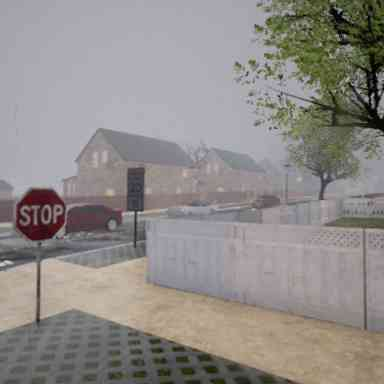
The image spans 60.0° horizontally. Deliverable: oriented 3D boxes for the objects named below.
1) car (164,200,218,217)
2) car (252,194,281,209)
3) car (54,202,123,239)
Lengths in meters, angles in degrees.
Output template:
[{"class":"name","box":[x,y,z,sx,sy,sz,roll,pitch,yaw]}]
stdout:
[{"class":"car","box":[0.020,1.291,25.012,1.895,1.301,4.718,2,2,35]},{"class":"car","box":[8.263,1.002,36.615,1.812,1.442,4.674,2,2,35]},{"class":"car","box":[-5.771,1.320,16.829,1.882,1.535,5.008,2,2,35]}]
